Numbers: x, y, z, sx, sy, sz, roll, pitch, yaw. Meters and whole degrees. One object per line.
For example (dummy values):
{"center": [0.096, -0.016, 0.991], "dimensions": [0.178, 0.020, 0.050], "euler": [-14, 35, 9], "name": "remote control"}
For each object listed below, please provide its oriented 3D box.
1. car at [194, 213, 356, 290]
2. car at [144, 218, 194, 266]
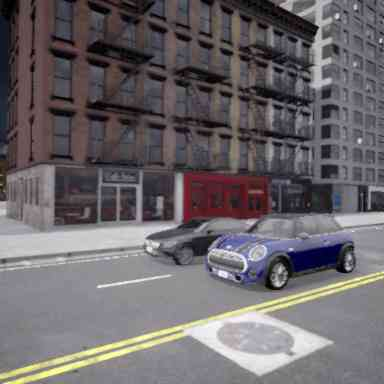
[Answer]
{"center": [2.591, 1.421, 9.409], "dimensions": [4.553, 1.767, 2.097], "euler": [1, 0, -35], "name": "car"}
{"center": [0.552, 1.594, 11.955], "dimensions": [4.674, 1.442, 1.812], "euler": [1, 0, -35], "name": "car"}
